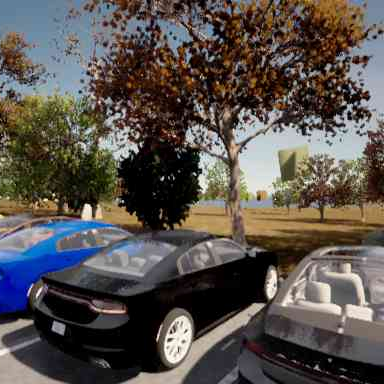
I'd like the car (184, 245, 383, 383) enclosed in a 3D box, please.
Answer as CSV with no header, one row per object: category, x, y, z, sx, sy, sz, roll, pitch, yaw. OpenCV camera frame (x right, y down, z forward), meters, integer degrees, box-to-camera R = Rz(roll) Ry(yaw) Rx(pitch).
car,2.282,1.423,4.126,2.231,1.521,4.892,0,0,35

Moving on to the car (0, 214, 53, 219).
car,-4.651,1.408,9.043,2.163,1.488,4.792,1,1,35

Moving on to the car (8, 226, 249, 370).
car,-0.094,1.416,5.821,2.097,1.535,5.008,0,0,36

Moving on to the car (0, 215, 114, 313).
car,-2.365,1.401,7.441,2.097,1.535,5.008,1,0,35
